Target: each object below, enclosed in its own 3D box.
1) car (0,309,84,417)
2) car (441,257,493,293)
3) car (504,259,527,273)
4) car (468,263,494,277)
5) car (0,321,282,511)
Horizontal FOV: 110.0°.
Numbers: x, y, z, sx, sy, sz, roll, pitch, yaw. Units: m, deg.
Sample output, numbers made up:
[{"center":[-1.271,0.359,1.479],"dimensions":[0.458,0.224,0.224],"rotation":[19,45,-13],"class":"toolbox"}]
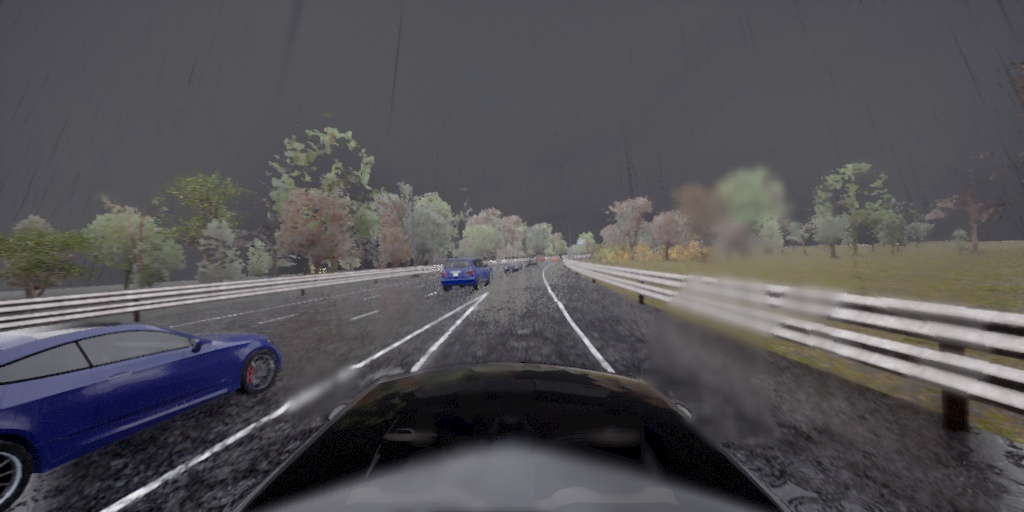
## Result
[{"center":[-8.566,1.688,3.956],"dimensions":[1.812,1.442,4.674],"rotation":[-3,0,6],"class":"car"},{"center":[-2.850,1.138,23.053],"dimensions":[2.150,2.045,5.566],"rotation":[-3,0,7],"class":"car"},{"center":[0.255,1.420,44.563],"dimensions":[1.895,1.301,4.718],"rotation":[-3,0,9],"class":"car"},{"center":[-3.599,1.616,42.538],"dimensions":[1.895,1.301,4.718],"rotation":[-3,0,9],"class":"car"},{"center":[-5.025,1.504,4.203],"dimensions":[1.812,1.442,4.674],"rotation":[-3,0,6],"class":"car"}]
